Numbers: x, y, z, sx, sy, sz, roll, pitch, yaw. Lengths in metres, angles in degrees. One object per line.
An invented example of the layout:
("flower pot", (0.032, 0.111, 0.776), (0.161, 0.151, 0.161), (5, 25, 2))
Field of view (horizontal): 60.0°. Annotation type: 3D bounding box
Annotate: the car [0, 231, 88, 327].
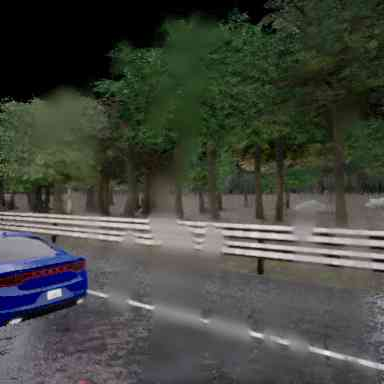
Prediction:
("car", (-4.284, 1.554, 6.924), (5.008, 1.535, 1.882), (-1, 0, 35))
